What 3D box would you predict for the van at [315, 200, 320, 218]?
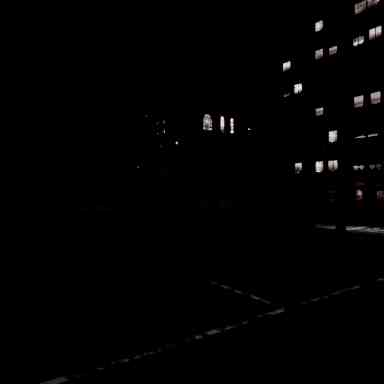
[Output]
[{"bbox_3d":[10.486,1.646,32.536,1.690,1.788,3.998,-1,0,-36],"label":"van"}]
